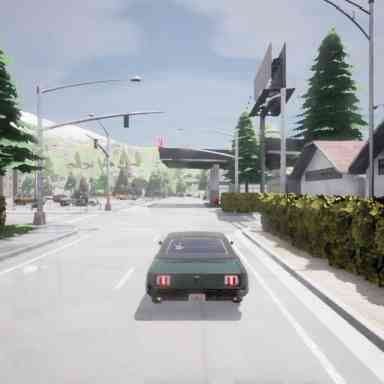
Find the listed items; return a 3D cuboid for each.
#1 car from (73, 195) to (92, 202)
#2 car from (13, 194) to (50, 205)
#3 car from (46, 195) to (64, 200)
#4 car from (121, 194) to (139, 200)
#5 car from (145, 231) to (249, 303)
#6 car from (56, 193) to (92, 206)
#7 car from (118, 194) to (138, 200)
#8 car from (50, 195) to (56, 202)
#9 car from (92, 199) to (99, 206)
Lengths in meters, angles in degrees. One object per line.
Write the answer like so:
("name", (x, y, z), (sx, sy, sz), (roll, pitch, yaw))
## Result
("car", (-23.999, 1.320, 73.041), (3.633, 1.501, 1.845), (0, 0, 0))
("car", (-24.633, 1.097, 50.588), (4.605, 1.855, 1.932), (0, 0, 0))
("car", (-35.054, 1.384, 84.975), (3.806, 1.475, 1.970), (0, 0, 0))
("car", (-16.457, 1.340, 88.064), (4.514, 1.523, 2.007), (0, 0, 0))
("car", (0.099, 1.601, 8.155), (1.895, 1.301, 4.718), (0, 0, 0))
("car", (-16.747, 1.077, 47.343), (3.866, 1.878, 1.905), (0, 0, 0))
("car", (-16.388, 1.330, 84.927), (5.027, 1.636, 2.152), (0, 0, 0))
("car", (-23.988, 1.298, 63.048), (4.514, 1.523, 2.007), (0, 0, 0))
("car", (-16.154, 1.361, 50.671), (3.806, 1.475, 1.970), (0, 0, 0))
